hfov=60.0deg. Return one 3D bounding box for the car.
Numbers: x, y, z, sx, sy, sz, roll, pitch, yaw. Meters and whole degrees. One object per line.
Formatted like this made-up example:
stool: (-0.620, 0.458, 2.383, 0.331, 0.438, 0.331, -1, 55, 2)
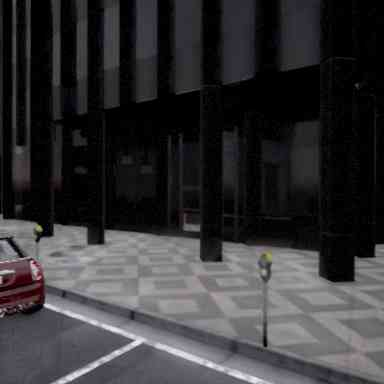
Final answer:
car: (-4.637, 1.406, 6.271, 4.097, 1.590, 1.967, 0, 0, 35)
